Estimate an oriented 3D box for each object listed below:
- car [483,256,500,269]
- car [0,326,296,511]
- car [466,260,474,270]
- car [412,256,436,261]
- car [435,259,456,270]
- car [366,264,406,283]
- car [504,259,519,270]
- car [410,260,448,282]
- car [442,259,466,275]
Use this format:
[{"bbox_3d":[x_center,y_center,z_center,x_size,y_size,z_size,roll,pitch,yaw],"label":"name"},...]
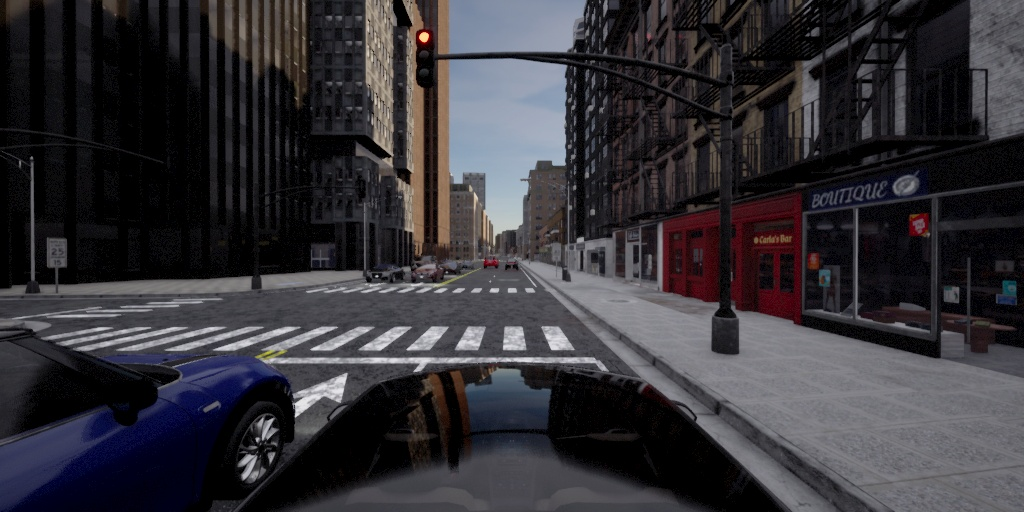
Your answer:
[{"bbox_3d":[-3.407,0.981,58.079,2.150,2.045,5.566,0,0,0],"label":"car"},{"bbox_3d":[-3.145,1.102,1.620,2.097,1.767,4.553,0,0,0],"label":"car"},{"bbox_3d":[-6.721,1.320,52.819,1.994,1.385,4.181,0,0,0],"label":"car"},{"bbox_3d":[-9.947,0.978,40.975,2.150,2.045,5.566,0,0,0],"label":"car"},{"bbox_3d":[-9.967,1.246,54.066,2.128,1.511,4.902,0,0,0],"label":"car"},{"bbox_3d":[-9.907,1.316,28.359,1.994,1.385,4.181,0,0,1],"label":"car"},{"bbox_3d":[-0.045,1.261,53.790,1.837,1.490,4.892,0,-1,0],"label":"car"},{"bbox_3d":[-6.667,1.278,28.767,1.812,1.442,4.674,0,0,0],"label":"car"},{"bbox_3d":[-6.697,1.303,39.412,2.033,1.411,5.357,0,0,0],"label":"car"}]
